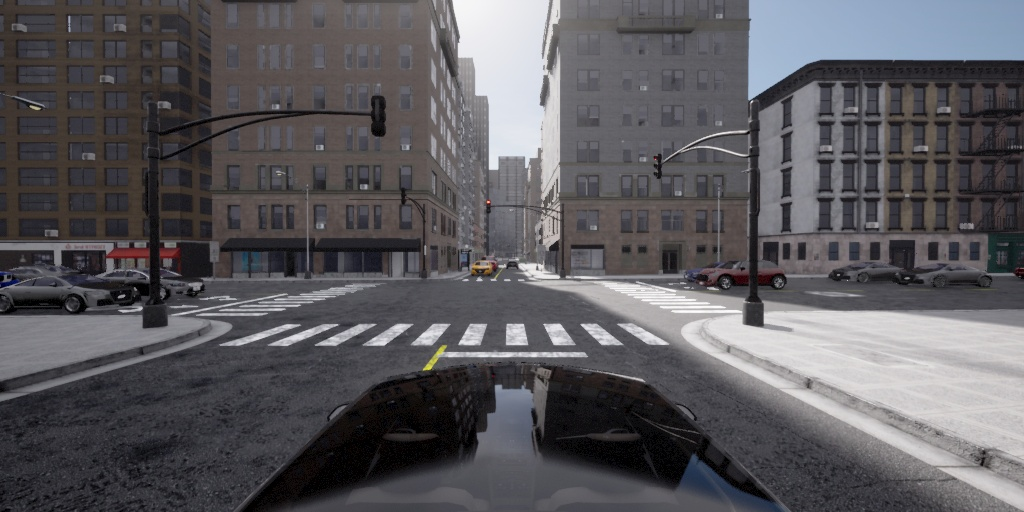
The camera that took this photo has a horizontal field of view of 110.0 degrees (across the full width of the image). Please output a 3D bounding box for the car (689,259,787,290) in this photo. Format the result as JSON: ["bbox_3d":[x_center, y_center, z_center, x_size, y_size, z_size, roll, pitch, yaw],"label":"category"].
[{"bbox_3d":[13.346,0.994,21.089,4.553,1.767,2.097,0,1,-1],"label":"car"}]

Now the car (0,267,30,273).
[{"bbox_3d":[-27.879,1.111,17.439,5.566,2.045,2.150,0,1,-1],"label":"car"}]

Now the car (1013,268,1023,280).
[{"bbox_3d":[37.649,1.038,24.471,4.718,1.301,1.895,0,1,0],"label":"car"}]

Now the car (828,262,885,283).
[{"bbox_3d":[24.193,1.097,24.426,4.181,1.385,1.994,0,1,-1],"label":"car"}]

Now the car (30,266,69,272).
[{"bbox_3d":[-27.854,1.345,20.897,4.902,1.511,2.128,0,1,0],"label":"car"}]

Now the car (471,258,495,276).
[{"bbox_3d":[-3.115,1.233,37.526,1.882,1.535,5.008,0,0,0],"label":"car"}]

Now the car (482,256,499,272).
[{"bbox_3d":[-3.124,0.984,47.482,2.150,2.045,5.566,0,0,0],"label":"car"}]

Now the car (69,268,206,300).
[{"bbox_3d":[-17.797,1.335,17.510,4.902,1.511,2.128,0,1,1],"label":"car"}]

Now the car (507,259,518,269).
[{"bbox_3d":[0.066,1.280,58.581,1.837,1.490,4.892,0,0,0],"label":"car"}]

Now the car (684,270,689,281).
[{"bbox_3d":[14.173,1.127,24.365,4.674,1.442,1.812,0,1,0],"label":"car"}]

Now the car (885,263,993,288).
[{"bbox_3d":[25.319,1.125,21.174,4.181,1.385,1.994,0,1,-1],"label":"car"}]

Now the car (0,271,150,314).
[{"bbox_3d":[-17.527,1.442,14.251,4.181,1.385,1.994,0,1,0],"label":"car"}]
